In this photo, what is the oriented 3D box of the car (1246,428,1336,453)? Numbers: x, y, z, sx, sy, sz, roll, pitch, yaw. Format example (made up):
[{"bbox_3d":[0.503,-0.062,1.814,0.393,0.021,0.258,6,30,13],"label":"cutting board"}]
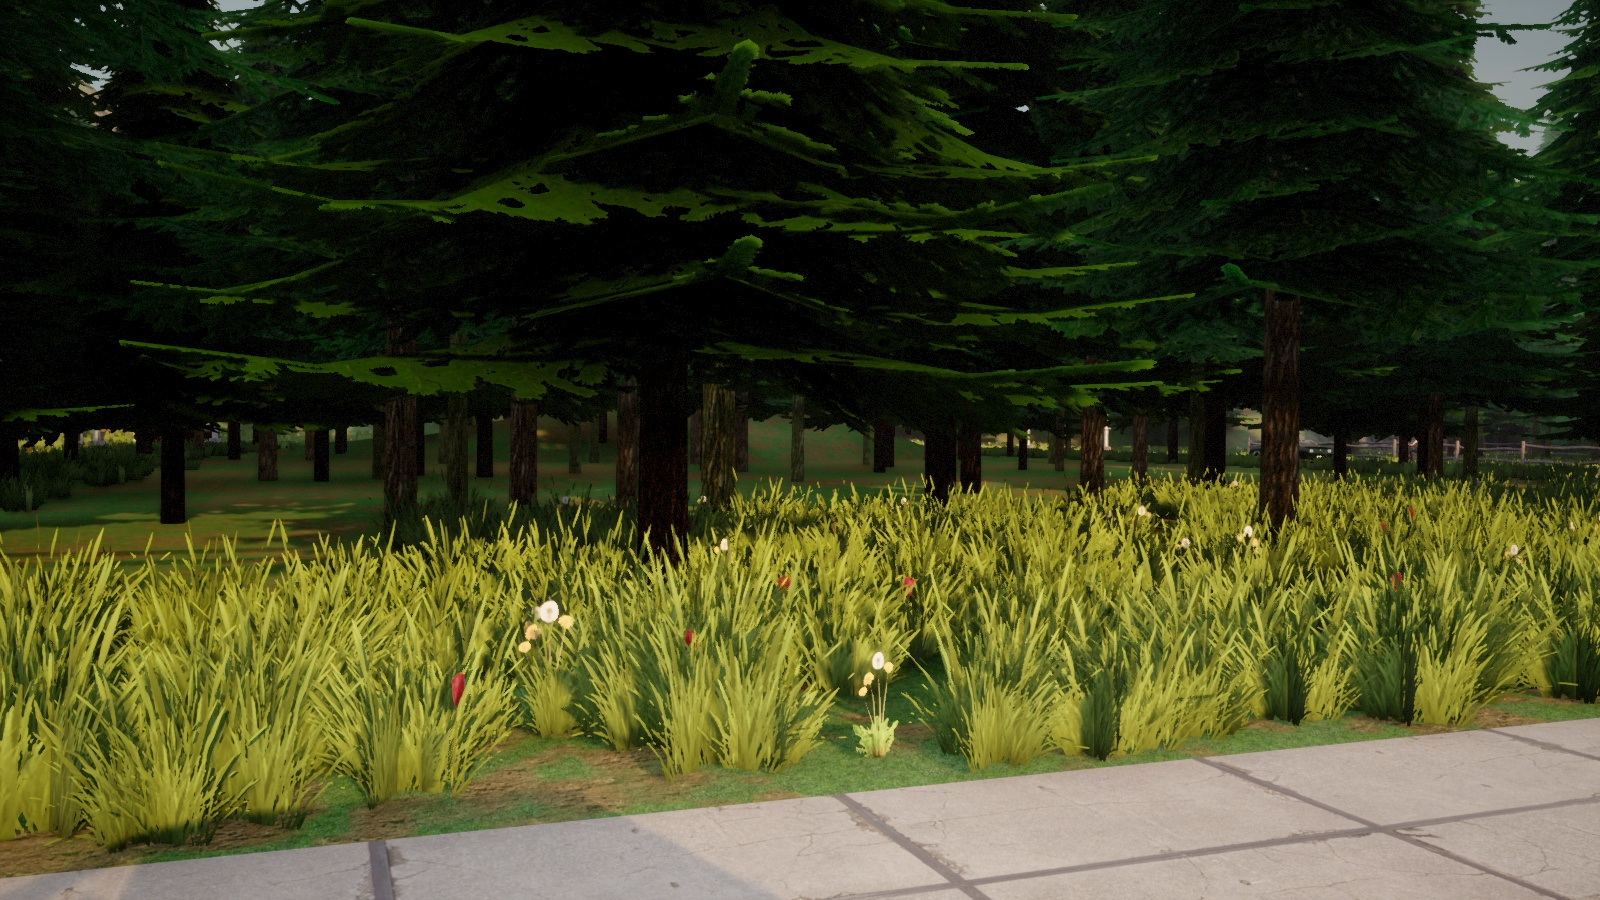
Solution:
[{"bbox_3d":[26.716,-0.531,68.480,1.895,1.301,4.718,-1,1,-20],"label":"car"}]

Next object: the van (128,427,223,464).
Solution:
[{"bbox_3d":[-36.106,-0.297,72.659,2.069,2.038,4.480,0,1,31],"label":"van"}]
